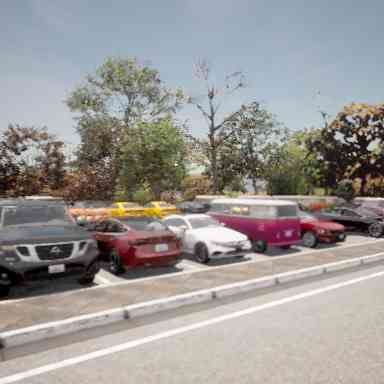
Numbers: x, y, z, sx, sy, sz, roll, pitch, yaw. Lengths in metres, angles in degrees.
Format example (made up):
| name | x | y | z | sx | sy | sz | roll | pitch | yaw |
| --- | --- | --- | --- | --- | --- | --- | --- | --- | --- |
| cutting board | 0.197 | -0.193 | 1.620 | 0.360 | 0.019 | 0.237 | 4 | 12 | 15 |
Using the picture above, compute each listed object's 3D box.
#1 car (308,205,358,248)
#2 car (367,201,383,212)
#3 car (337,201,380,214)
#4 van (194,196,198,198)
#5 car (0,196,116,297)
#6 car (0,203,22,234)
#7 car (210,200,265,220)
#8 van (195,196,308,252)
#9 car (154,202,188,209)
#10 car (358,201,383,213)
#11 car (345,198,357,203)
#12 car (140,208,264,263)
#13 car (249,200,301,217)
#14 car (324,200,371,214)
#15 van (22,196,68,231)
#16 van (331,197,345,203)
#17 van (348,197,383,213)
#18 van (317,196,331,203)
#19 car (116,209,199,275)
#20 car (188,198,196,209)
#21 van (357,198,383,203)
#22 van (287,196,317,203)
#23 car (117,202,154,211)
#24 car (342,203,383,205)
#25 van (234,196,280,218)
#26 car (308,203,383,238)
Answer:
| name | x | y | z | sx | sy | sz | roll | pitch | yaw |
| --- | --- | --- | --- | --- | --- | --- | --- | --- | --- |
| car | 4.639 | 1.545 | 15.569 | 2.097 | 1.535 | 5.008 | 0 | 0 | -35 |
| car | 28.768 | 2.137 | 48.813 | 2.097 | 1.535 | 5.008 | 2 | -1 | -35 |
| car | 22.000 | 1.997 | 43.994 | 2.002 | 1.452 | 4.674 | 2 | -1 | -35 |
| van | 1.648 | 1.350 | 29.635 | 1.878 | 1.987 | 4.442 | 0 | 0 | -35 |
| car | -4.383 | 1.231 | 9.097 | 2.435 | 2.045 | 5.566 | 0 | 0 | -35 |
| car | -11.817 | 1.484 | 19.887 | 2.231 | 1.521 | 4.892 | 0 | 0 | -35 |
| car | 4.079 | 1.589 | 30.998 | 1.946 | 1.575 | 5.366 | 0 | 0 | -36 |
| van | 2.315 | 1.303 | 14.048 | 1.878 | 1.987 | 4.442 | 0 | 0 | -35 |
| car | -2.794 | 1.545 | 26.320 | 2.097 | 1.535 | 5.008 | 0 | 0 | -35 |
| car | 26.405 | 2.115 | 47.140 | 2.002 | 1.452 | 4.674 | 2 | -1 | -35 |
| car | 17.407 | 1.583 | 40.688 | 2.435 | 2.045 | 5.566 | 2 | -1 | -35 |
| car | 0.119 | 1.554 | 12.343 | 2.002 | 1.452 | 4.674 | 0 | 0 | -35 |
| car | 8.479 | 1.623 | 34.366 | 2.097 | 1.535 | 5.008 | 0 | 0 | -35 |
| car | 19.746 | 1.897 | 42.383 | 2.097 | 1.535 | 5.008 | 2 | -1 | -35 |
| van | -9.631 | 1.272 | 21.596 | 1.878 | 1.987 | 4.442 | 0 | 0 | -35 |
| van | 15.067 | 1.548 | 39.199 | 1.878 | 1.987 | 4.442 | 2 | -1 | -35 |
| van | 24.088 | 1.789 | 45.628 | 1.878 | 1.987 | 4.442 | 2 | -1 | -35 |
| van | 12.914 | 1.491 | 37.664 | 1.878 | 1.987 | 4.442 | 2 | -1 | -35 |
| car | -2.157 | 1.527 | 10.755 | 2.163 | 1.488 | 4.792 | 0 | 0 | -35 |
| car | -0.537 | 1.562 | 27.927 | 2.231 | 1.521 | 4.892 | 0 | 0 | -35 |
| van | 13.754 | 1.382 | 21.915 | 1.878 | 1.987 | 4.442 | 0 | 0 | -35 |
| van | 10.685 | 1.427 | 35.789 | 1.878 | 1.987 | 4.442 | 1 | -1 | -35 |
| car | -5.152 | 1.528 | 24.639 | 2.097 | 1.535 | 5.008 | 0 | 0 | -35 |
| car | 11.423 | 1.632 | 20.400 | 2.002 | 1.452 | 4.674 | 0 | 0 | -35 |
| van | 6.295 | 1.382 | 32.660 | 1.878 | 1.987 | 4.442 | 0 | 0 | -35 |
| car | 9.180 | 1.606 | 18.761 | 2.163 | 1.488 | 4.792 | 0 | 0 | -36 |
